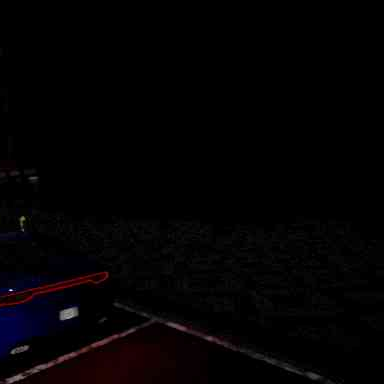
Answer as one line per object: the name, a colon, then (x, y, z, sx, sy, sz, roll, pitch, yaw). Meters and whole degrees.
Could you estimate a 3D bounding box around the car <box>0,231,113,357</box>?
car: (-3.463, 1.459, 6.010, 5.008, 1.535, 1.882, -1, 1, 42)
